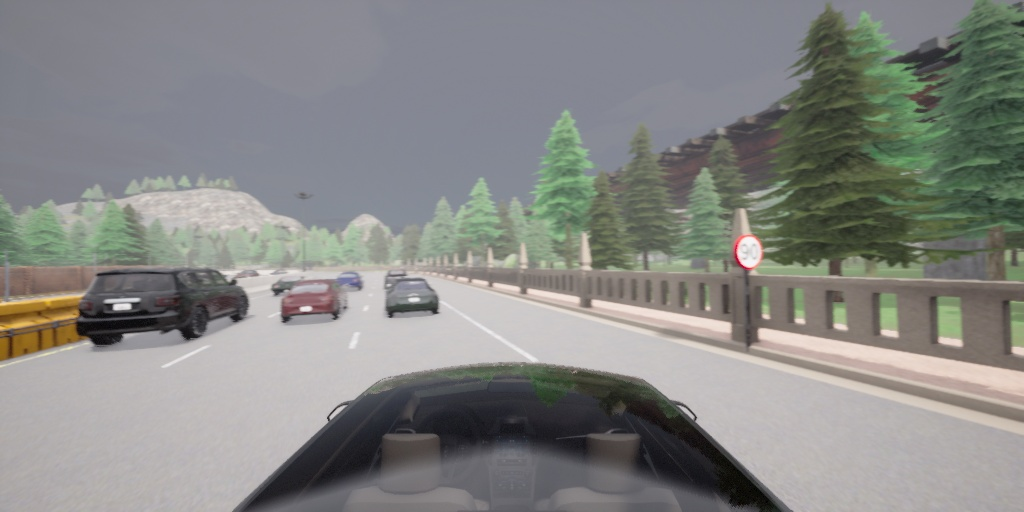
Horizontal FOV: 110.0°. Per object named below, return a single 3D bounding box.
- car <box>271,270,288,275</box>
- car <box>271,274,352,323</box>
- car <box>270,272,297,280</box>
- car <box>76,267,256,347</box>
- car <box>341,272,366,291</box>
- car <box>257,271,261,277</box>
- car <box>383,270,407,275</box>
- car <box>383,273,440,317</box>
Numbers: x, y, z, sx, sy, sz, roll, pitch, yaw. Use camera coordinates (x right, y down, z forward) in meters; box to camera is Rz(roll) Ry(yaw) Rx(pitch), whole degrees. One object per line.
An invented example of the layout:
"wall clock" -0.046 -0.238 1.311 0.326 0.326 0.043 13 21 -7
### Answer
"car" -32.213 2.724 49.857 2.128 1.511 4.902 -1 -1 -23
"car" -7.652 1.640 14.157 1.812 1.442 4.674 -1 -1 -19
"car" -15.609 2.079 25.826 1.895 1.301 4.718 -1 -1 -19
"car" -10.340 1.371 11.222 2.150 2.045 5.566 -1 -1 -19
"car" -12.748 1.960 28.241 1.812 1.442 4.674 -1 -1 -19
"car" -35.125 2.634 47.736 2.097 1.767 4.553 -1 -1 -23
"car" -9.234 1.840 28.789 2.128 1.511 4.902 -1 -1 -19
"car" -4.226 1.600 14.966 1.994 1.385 4.181 -1 -1 -19
